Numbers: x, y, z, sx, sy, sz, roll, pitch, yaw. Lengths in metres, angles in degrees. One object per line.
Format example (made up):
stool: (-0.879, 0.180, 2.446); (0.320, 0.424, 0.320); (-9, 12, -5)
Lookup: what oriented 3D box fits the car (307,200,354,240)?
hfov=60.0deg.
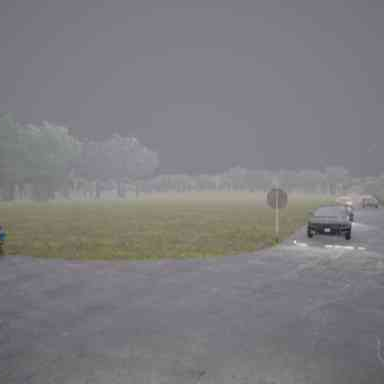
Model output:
car: (7.096, 1.418, 16.982); (1.882, 1.535, 5.008); (0, 0, 26)

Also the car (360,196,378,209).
car: (23.454, 1.401, 43.868); (2.033, 1.411, 5.357); (0, 0, 26)

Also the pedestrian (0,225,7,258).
pedestrian: (-6.240, 1.597, 10.888); (0.500, 1.100, 0.500); (0, 2, 26)

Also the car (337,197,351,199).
car: (17.293, 1.352, 37.869); (1.882, 1.535, 5.008); (0, 0, 27)

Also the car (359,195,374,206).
car: (28.023, 1.303, 53.509); (1.882, 1.535, 5.008); (0, 0, 26)
